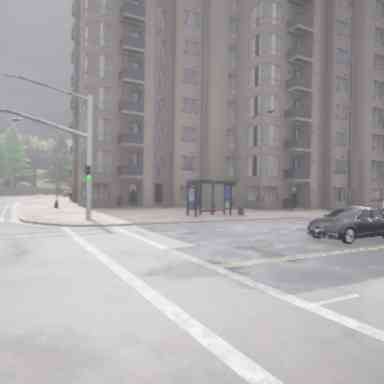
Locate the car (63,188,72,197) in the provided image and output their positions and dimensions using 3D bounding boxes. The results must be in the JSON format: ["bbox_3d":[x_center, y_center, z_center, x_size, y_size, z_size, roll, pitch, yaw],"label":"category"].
[{"bbox_3d":[-22.591,0.079,64.740,2.097,1.767,4.553,2,1,38],"label":"car"}]

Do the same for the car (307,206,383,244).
[{"bbox_3d":[7.483,1.452,15.430,4.892,1.490,1.837,1,1,-29],"label":"car"}]
